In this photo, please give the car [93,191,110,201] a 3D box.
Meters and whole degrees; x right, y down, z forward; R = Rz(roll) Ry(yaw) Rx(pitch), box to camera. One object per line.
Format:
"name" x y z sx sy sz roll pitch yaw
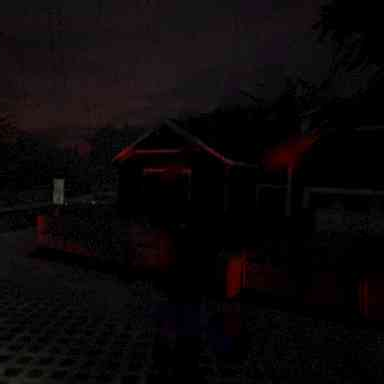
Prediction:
"car" -14.316 0.637 52.862 1.812 1.442 4.674 3 1 -3
